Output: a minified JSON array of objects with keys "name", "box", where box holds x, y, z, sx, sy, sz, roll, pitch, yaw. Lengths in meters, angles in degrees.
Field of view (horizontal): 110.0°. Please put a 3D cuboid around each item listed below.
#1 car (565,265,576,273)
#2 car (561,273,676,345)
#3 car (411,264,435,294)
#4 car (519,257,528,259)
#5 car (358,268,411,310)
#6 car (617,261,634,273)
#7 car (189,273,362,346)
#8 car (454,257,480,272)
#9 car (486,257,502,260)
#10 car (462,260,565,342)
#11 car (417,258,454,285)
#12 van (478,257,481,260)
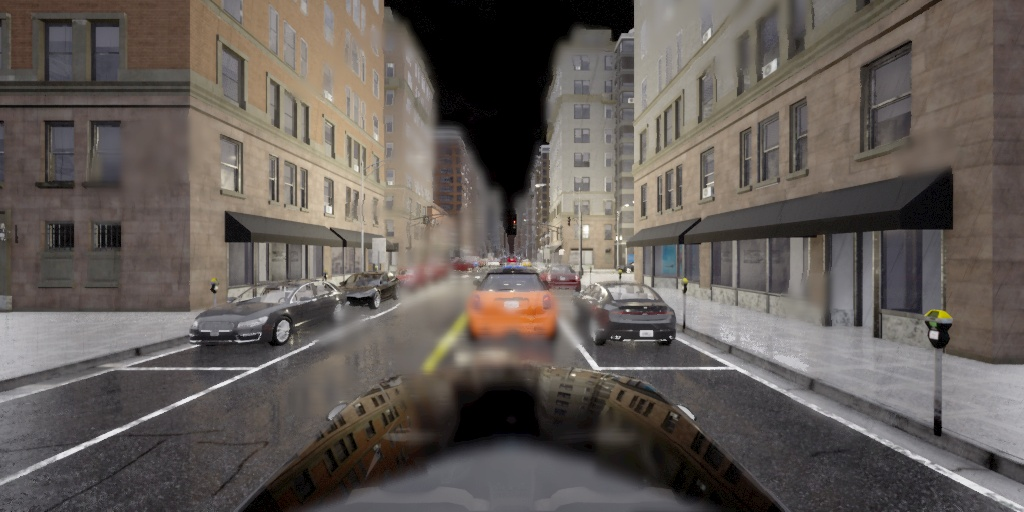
[{"name":"car","box":[2.656,1.188,20.340,1.967,1.591,4.097,0,0,0]},{"name":"car","box":[2.664,1.300,9.289,2.007,1.370,4.403,0,0,0]},{"name":"car","box":[-5.870,1.330,20.308,1.802,1.307,4.207,0,0,0]},{"name":"car","box":[2.622,1.261,64.171,1.751,1.417,4.829,0,0,0]},{"name":"car","box":[-5.866,1.315,14.784,1.948,1.339,4.313,0,0,0]},{"name":"car","box":[14.536,1.239,40.974,4.892,1.490,1.837,0,0,1]},{"name":"car","box":[-5.862,1.300,9.259,2.007,1.370,4.403,0,0,0]},{"name":"car","box":[-6.594,1.220,42.675,1.882,1.535,5.008,1,1,40]},{"name":"car","box":[-3.124,1.338,61.549,1.895,1.301,4.718,0,0,0]},{"name":"car","box":[0.014,1.102,9.948,2.097,1.767,4.553,0,0,0]},{"name":"car","box":[-5.875,1.062,25.831,2.192,1.841,5.009,0,0,0]},{"name":"van","box":[-5.895,1.080,52.779,1.690,1.789,3.998,0,0,0]}]
